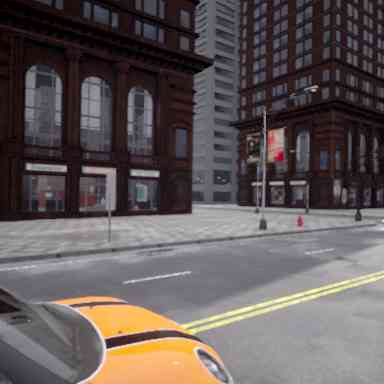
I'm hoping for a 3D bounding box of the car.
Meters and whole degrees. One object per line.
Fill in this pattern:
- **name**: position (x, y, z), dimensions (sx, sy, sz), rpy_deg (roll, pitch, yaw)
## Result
- **car**: position (-1.810, 1.349, 2.147), dimensions (4.553, 1.767, 2.097), rpy_deg (1, 0, -36)
